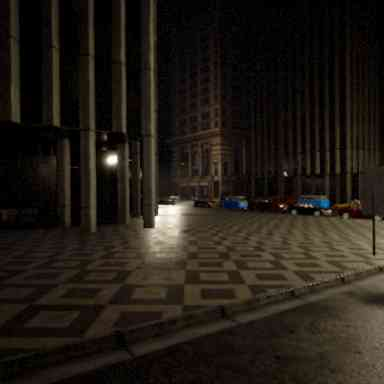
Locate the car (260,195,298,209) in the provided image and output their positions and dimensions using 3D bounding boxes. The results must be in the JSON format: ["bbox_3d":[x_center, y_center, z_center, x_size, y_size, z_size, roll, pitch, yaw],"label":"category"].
[{"bbox_3d":[12.176,1.317,46.994,2.192,1.841,5.009,-1,1,-36],"label":"car"}]

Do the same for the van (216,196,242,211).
[{"bbox_3d":[5.242,1.438,42.024,1.690,1.788,3.998,0,1,-36],"label":"van"}]

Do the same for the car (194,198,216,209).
[{"bbox_3d":[2.016,1.515,46.509,1.967,1.590,4.097,0,1,-36],"label":"car"}]

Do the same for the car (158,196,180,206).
[{"bbox_3d":[-4.437,1.582,55.481,2.008,1.369,4.403,-1,1,-36],"label":"car"}]

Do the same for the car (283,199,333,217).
[{"bbox_3d":[11.697,1.693,33.055,2.008,1.369,4.403,0,1,-36],"label":"car"}]

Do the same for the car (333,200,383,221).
[{"bbox_3d":[14.924,1.711,28.570,1.887,1.381,4.507,0,1,-36],"label":"car"}]

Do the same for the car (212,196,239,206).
[{"bbox_3d":[5.629,1.483,56.105,1.752,1.417,4.829,-1,1,-36],"label":"car"}]

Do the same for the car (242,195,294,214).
[{"bbox_3d":[8.469,1.434,37.538,2.192,1.841,5.009,0,1,-36],"label":"car"}]

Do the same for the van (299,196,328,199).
[{"bbox_3d":[15.401,1.365,42.508,1.690,1.788,3.998,-1,1,-36],"label":"van"}]
